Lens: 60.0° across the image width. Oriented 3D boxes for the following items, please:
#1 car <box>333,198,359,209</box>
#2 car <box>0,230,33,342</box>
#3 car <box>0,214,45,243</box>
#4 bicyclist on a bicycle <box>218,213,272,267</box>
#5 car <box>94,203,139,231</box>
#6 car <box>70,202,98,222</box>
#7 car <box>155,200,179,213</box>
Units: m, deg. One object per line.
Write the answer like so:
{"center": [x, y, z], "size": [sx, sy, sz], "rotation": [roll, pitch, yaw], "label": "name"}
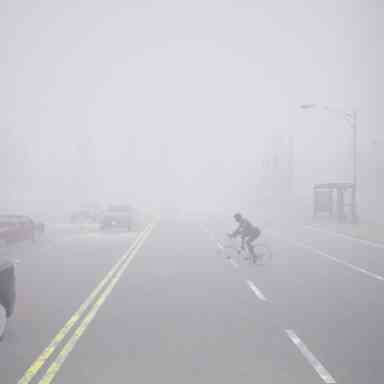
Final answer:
{"center": [17.660, 1.436, 40.281], "size": [4.902, 1.511, 2.128], "rotation": [0, 0, -2], "label": "car"}
{"center": [-3.691, 1.478, 3.344], "size": [1.882, 1.535, 5.008], "rotation": [0, 0, -3], "label": "car"}
{"center": [-7.657, 1.601, 13.231], "size": [1.895, 1.301, 4.718], "rotation": [0, 0, -3], "label": "car"}
{"center": [1.568, 1.455, 9.967], "size": [1.656, 1.620, 0.582], "rotation": [-2, 0, -3], "label": "bicyclist on a bicycle"}
{"center": [-4.475, 1.506, 20.854], "size": [1.837, 1.490, 4.892], "rotation": [0, 0, -2], "label": "car"}
{"center": [-8.196, 1.526, 26.522], "size": [1.812, 1.442, 4.674], "rotation": [0, 0, -3], "label": "car"}
{"center": [-2.901, 1.587, 37.153], "size": [1.895, 1.301, 4.718], "rotation": [0, 0, -17], "label": "car"}
